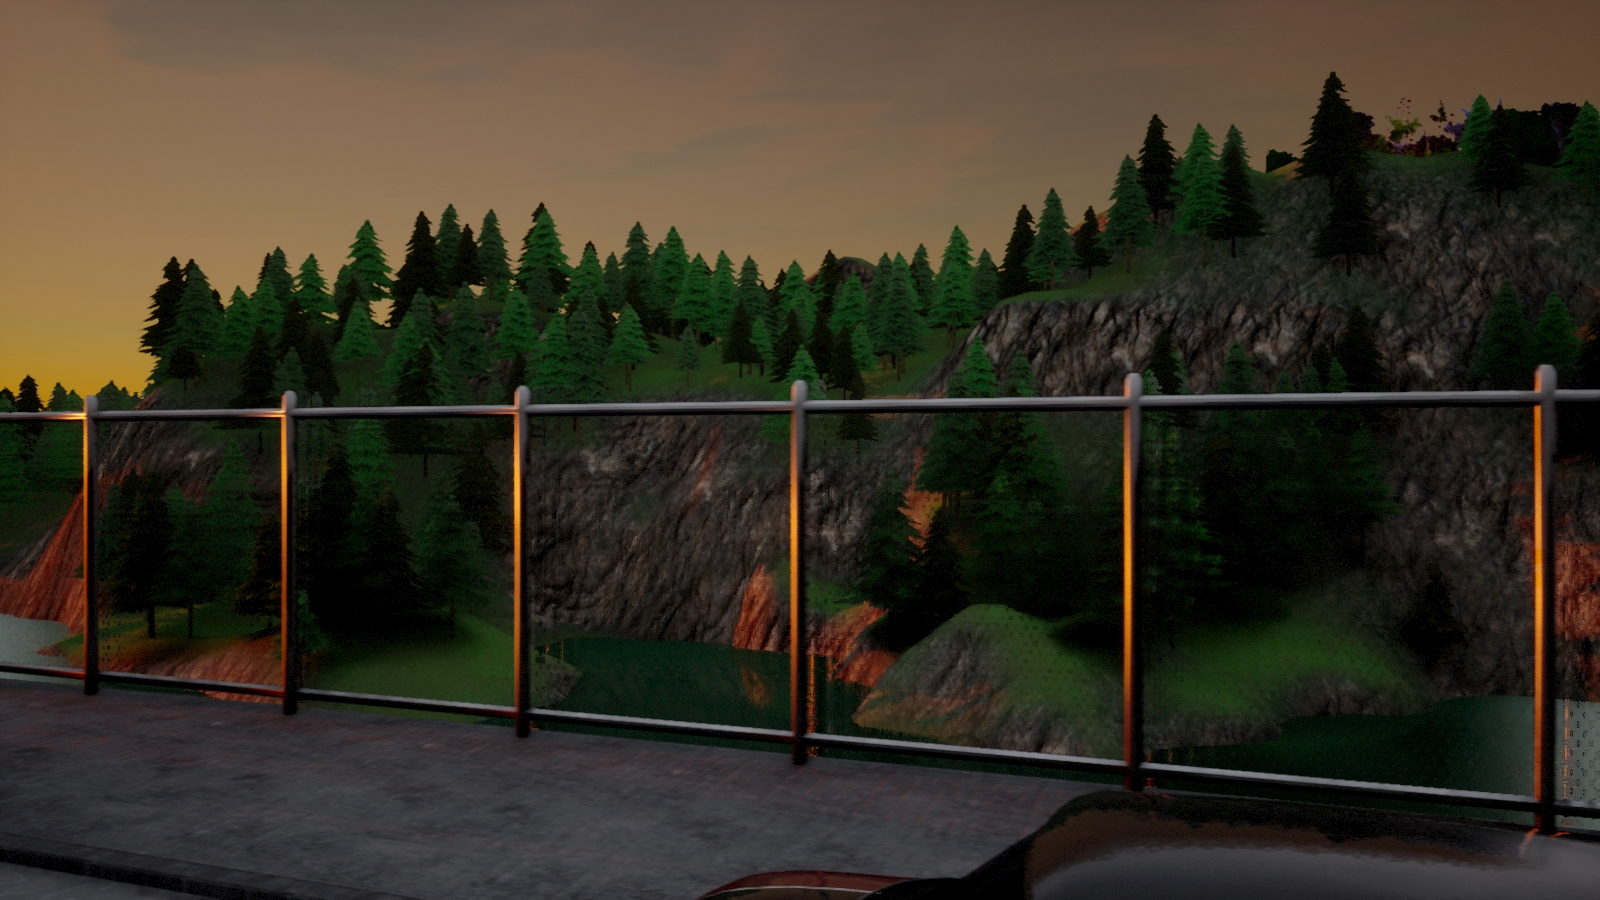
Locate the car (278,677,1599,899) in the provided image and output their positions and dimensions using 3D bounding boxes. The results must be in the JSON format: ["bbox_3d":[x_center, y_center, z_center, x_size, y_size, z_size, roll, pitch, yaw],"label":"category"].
[{"bbox_3d":[1.055,1.905,3.386,4.553,1.767,2.097,0,0,19],"label":"car"}]
